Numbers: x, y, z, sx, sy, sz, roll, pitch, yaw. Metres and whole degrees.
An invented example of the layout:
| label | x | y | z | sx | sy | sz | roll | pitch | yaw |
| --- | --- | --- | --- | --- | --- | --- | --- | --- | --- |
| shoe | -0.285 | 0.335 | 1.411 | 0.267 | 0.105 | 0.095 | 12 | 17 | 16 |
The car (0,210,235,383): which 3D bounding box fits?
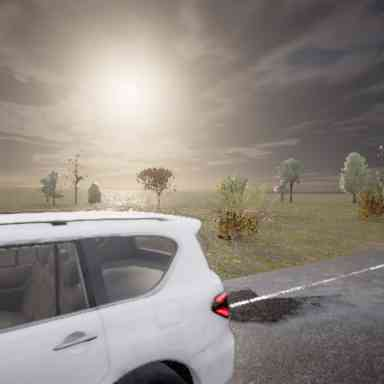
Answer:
| label | x | y | z | sx | sy | sz | roll | pitch | yaw |
| --- | --- | --- | --- | --- | --- | --- | --- | --- | --- |
| car | -2.190 | 1.221 | 2.430 | 5.566 | 2.045 | 2.150 | 0 | 0 | -35 |
